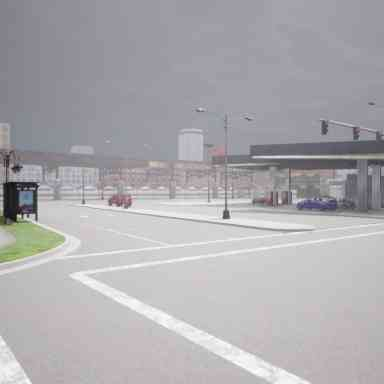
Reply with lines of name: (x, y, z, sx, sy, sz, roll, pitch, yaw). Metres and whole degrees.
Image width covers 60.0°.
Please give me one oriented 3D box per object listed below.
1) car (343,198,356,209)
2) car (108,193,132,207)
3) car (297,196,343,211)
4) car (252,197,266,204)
car: (18.580, 1.456, 42.226, 1.970, 1.475, 3.806, 0, 0, -35)
car: (-11.263, 1.221, 52.035, 2.150, 2.045, 5.566, 0, 0, -35)
car: (14.306, 1.295, 38.312, 2.242, 1.667, 4.611, 0, 0, -35)
car: (12.608, 1.601, 61.370, 1.895, 1.301, 4.718, 0, 0, 29)
